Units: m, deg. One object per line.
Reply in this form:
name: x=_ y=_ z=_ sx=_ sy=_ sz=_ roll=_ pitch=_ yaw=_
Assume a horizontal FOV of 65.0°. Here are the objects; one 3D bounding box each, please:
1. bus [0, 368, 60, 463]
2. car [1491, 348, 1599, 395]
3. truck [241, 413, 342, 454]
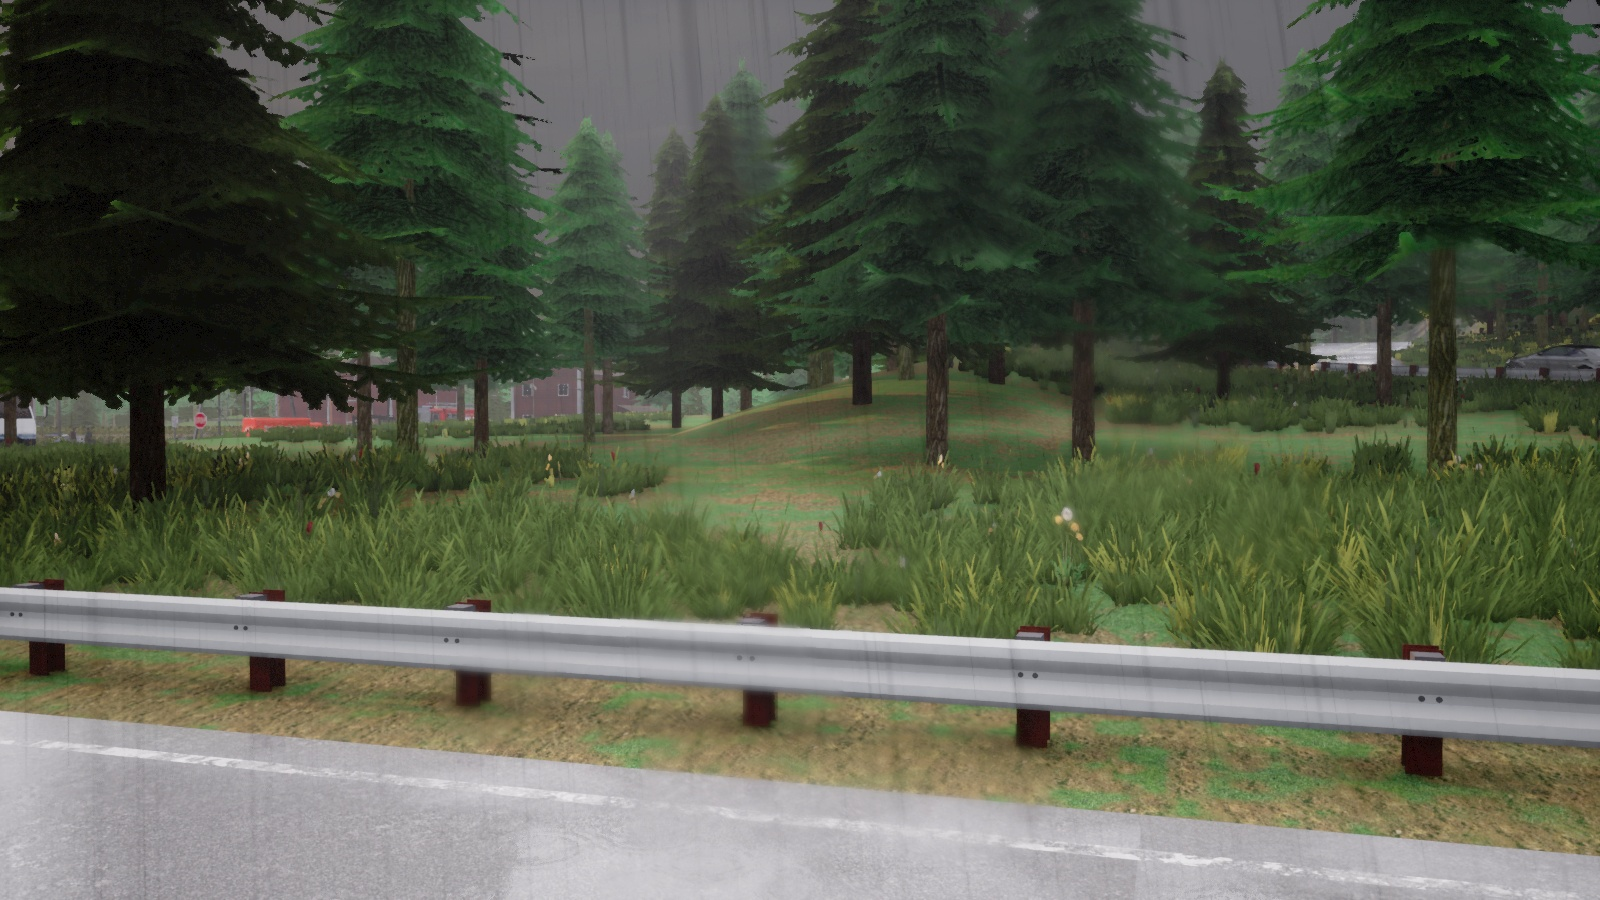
bus: x=-38.289 y=-1.546 z=54.878 sx=3.944 sy=4.253 sz=10.273 roll=1 pitch=1 yaw=17
car: x=25.837 y=-2.672 z=42.350 sx=1.994 sy=1.385 sz=4.181 roll=0 pitch=6 yaw=-17
truck: x=-31.748 y=-1.013 z=78.523 sx=5.204 sy=2.467 sz=2.627 roll=0 pitch=2 yaw=-45
